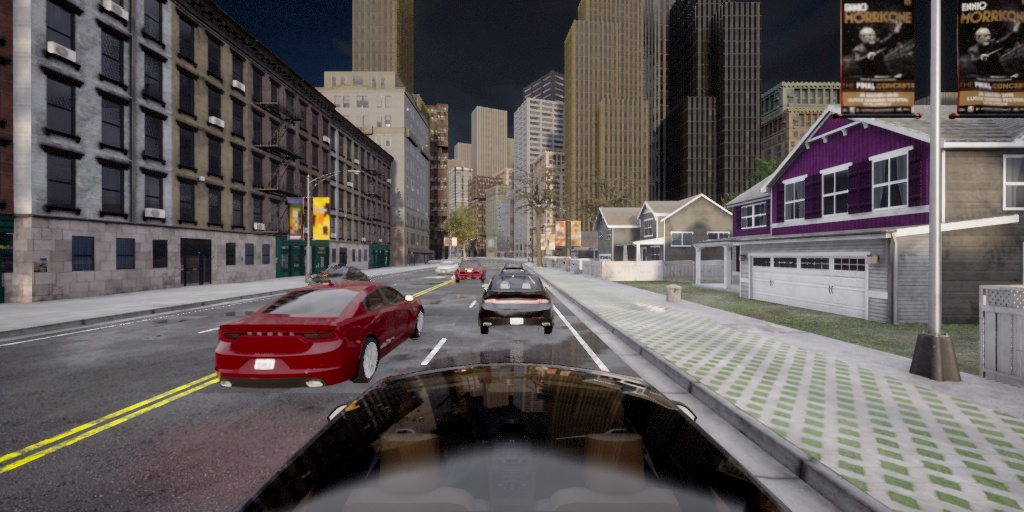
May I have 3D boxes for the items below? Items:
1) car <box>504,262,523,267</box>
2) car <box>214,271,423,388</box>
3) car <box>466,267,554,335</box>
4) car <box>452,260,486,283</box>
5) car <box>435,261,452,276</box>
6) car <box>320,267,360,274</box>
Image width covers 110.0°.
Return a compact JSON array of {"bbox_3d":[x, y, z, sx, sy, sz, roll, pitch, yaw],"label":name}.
[{"bbox_3d":[0.116,1.229,27.854,2.128,1.511,4.902,0,0,0],"label":"car"},{"bbox_3d":[-3.148,1.227,7.057,1.882,1.535,5.008,0,0,0],"label":"car"},{"bbox_3d":[0.106,1.240,10.435,2.128,1.511,4.902,0,0,0],"label":"car"},{"bbox_3d":[-3.124,1.089,27.900,2.097,1.767,4.553,0,0,-2],"label":"car"},{"bbox_3d":[-6.573,1.255,36.897,1.812,1.442,4.674,0,0,0],"label":"car"},{"bbox_3d":[-9.836,1.306,20.576,1.994,1.385,4.181,0,0,0],"label":"car"}]
